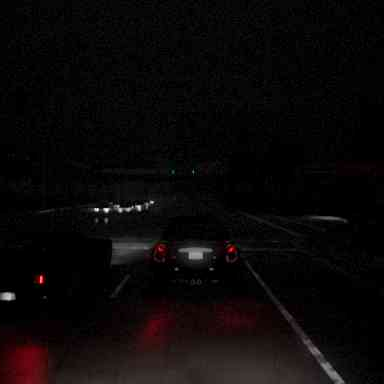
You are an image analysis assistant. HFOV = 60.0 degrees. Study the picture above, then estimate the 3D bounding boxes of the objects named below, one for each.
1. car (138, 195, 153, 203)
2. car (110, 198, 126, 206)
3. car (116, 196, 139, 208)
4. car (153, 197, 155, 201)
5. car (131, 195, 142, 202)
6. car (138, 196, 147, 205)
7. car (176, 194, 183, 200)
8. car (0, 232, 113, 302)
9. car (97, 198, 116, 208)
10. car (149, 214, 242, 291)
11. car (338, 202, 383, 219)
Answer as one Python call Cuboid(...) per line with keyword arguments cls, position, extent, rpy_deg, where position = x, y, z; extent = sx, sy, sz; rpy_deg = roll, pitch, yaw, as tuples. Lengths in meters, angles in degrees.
Cuboid(cls="car", position=(-10.467, 1.732, 74.136), extent=(1.812, 1.442, 4.674), rpy_deg=(0, 0, 0))
Cuboid(cls="car", position=(-14.013, 1.814, 63.132), extent=(1.812, 1.442, 4.674), rpy_deg=(0, 0, 1))
Cuboid(cls="car", position=(-10.567, 1.863, 54.803), extent=(2.033, 1.411, 5.357), rpy_deg=(0, 0, 0))
Cuboid(cls="car", position=(-10.463, 1.646, 84.068), extent=(1.994, 1.385, 4.181), rpy_deg=(0, 1, 0))
Cuboid(cls="car", position=(-13.963, 1.598, 83.652), extent=(1.837, 1.490, 4.892), rpy_deg=(0, 1, 0))
Cuboid(cls="car", position=(-10.509, 1.883, 64.396), extent=(1.895, 1.301, 4.718), rpy_deg=(0, 0, 1))
Cuboid(cls="car", position=(-3.458, 1.432, 95.427), extent=(1.882, 1.535, 5.008), rpy_deg=(0, 1, 0))
Cuboid(cls="car", position=(-3.411, 1.671, 8.420), extent=(1.895, 1.301, 4.718), rpy_deg=(0, 0, 0))
Cuboid(cls="car", position=(-14.066, 1.847, 54.038), extent=(1.812, 1.442, 4.674), rpy_deg=(0, 0, 0))
Cuboid(cls="car", position=(0.088, 1.429, 9.369), extent=(2.097, 1.767, 4.553), rpy_deg=(0, -1, 0))
Cuboid(cls="car", position=(16.696, 1.771, 32.093), extent=(4.892, 1.490, 1.837), rpy_deg=(0, 0, -1))
